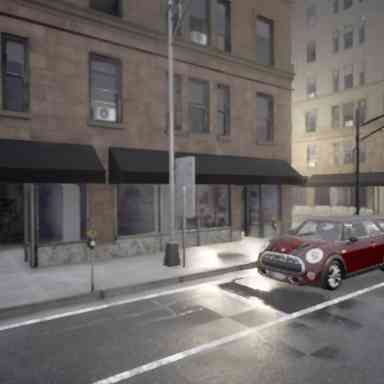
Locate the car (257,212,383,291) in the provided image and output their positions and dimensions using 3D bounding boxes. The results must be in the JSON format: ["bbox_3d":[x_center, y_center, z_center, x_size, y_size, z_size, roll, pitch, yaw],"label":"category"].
[{"bbox_3d":[3.599,1.376,8.767,4.097,1.590,1.967,-1,0,-36],"label":"car"}]
